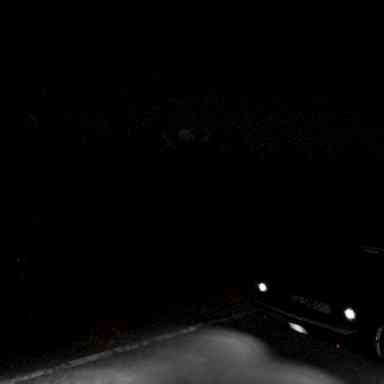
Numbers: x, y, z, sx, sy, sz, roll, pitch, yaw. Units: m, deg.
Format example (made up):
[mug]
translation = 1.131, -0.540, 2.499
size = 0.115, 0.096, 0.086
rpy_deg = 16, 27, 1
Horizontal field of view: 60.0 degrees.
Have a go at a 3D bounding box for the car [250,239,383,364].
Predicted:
[car]
translation = 3.285, 1.600, 5.966
size = 4.718, 1.301, 1.895
rpy_deg = 0, 0, -35
